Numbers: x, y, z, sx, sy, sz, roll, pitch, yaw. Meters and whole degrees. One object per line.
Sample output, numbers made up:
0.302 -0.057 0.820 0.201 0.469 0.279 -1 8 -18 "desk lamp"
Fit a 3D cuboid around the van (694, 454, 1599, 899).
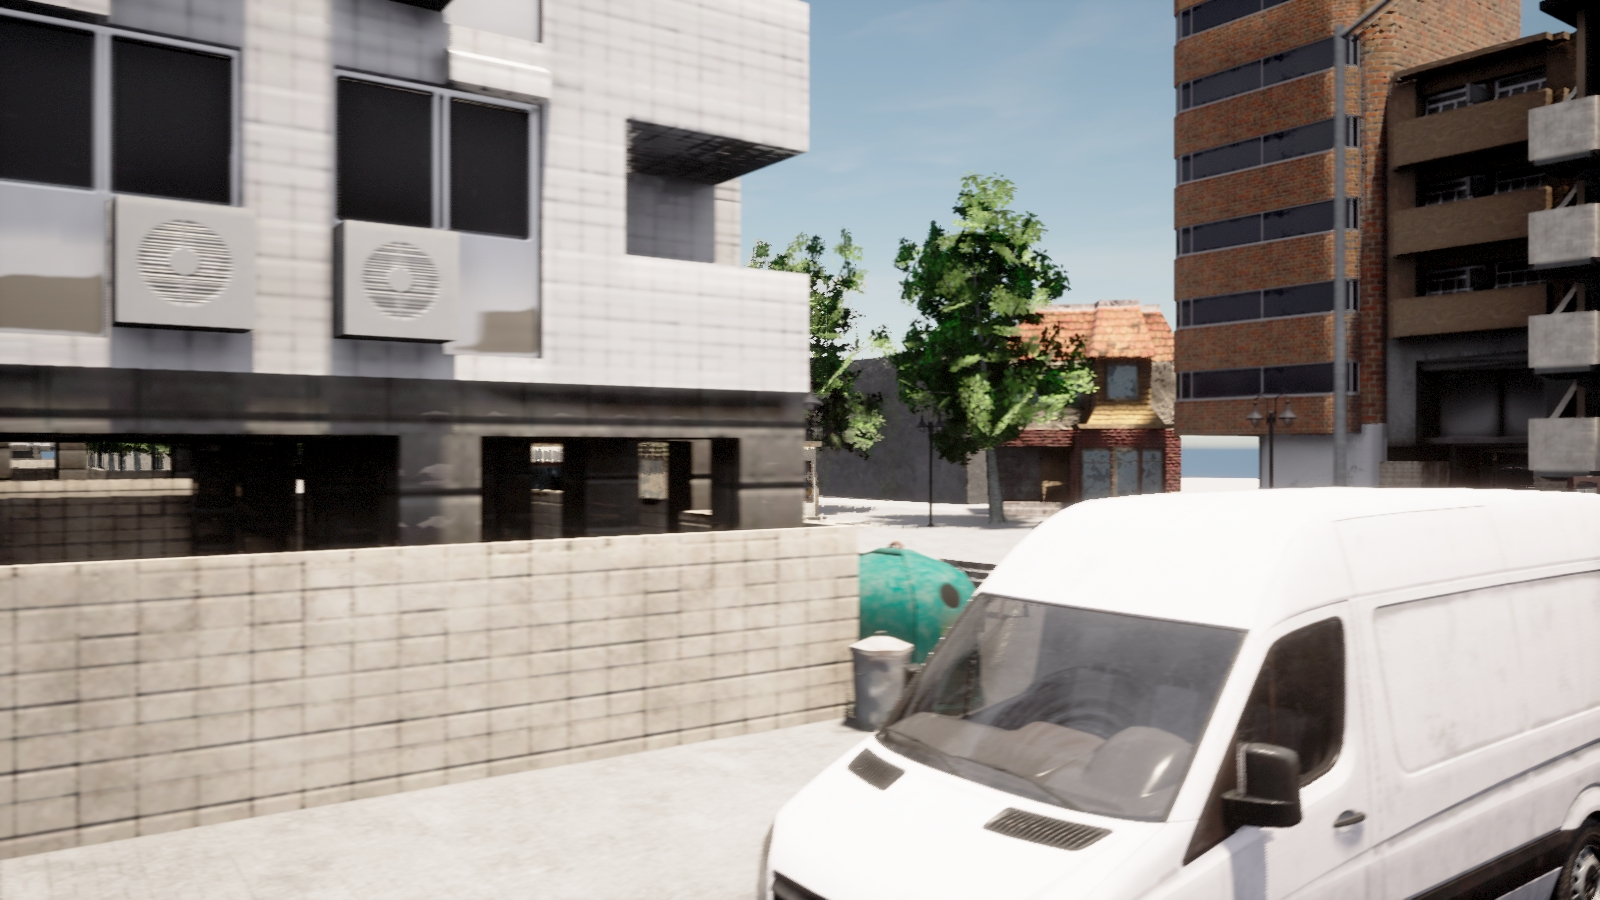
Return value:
2.493 1.314 6.226 5.915 2.561 1.988 0 0 -35 "van"
